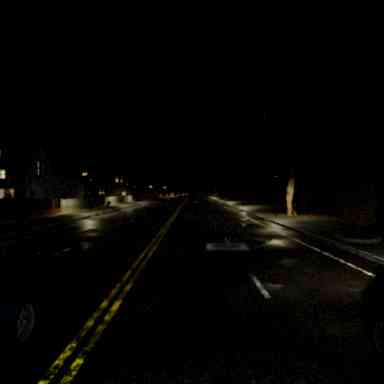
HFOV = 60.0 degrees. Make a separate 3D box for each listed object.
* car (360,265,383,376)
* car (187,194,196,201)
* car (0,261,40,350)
[{"bbox_3d":[3.349,1.217,2.127,2.150,2.045,5.566,0,0,0],"label":"car"},{"bbox_3d":[-0.104,1.307,80.511,2.097,1.767,4.553,0,0,0],"label":"car"},{"bbox_3d":[-3.342,1.534,3.608,1.812,1.442,4.674,0,0,0],"label":"car"}]
